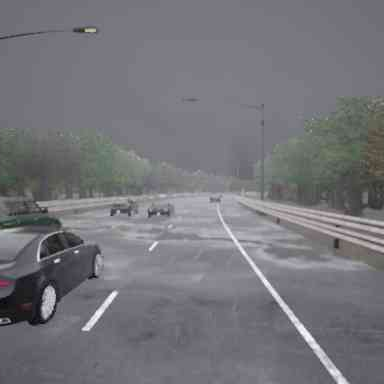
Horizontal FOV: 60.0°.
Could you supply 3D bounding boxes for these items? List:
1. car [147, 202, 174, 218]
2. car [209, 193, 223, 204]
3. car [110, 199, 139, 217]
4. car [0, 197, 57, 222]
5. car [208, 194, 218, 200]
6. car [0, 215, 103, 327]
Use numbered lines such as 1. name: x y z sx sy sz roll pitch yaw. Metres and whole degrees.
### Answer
1. car: -2.641 1.505 29.397 1.895 1.301 4.718 0 0 3
2. car: 4.223 1.250 60.012 1.882 1.535 5.008 0 0 6
3. car: -6.088 1.402 30.412 1.837 1.490 4.892 0 0 3
4. car: -6.746 1.181 12.053 2.150 2.045 5.566 0 0 1
5. car: 5.092 1.111 78.958 2.033 1.411 5.357 0 0 7
6. car: -3.325 1.482 7.039 1.837 1.490 4.892 0 0 1
